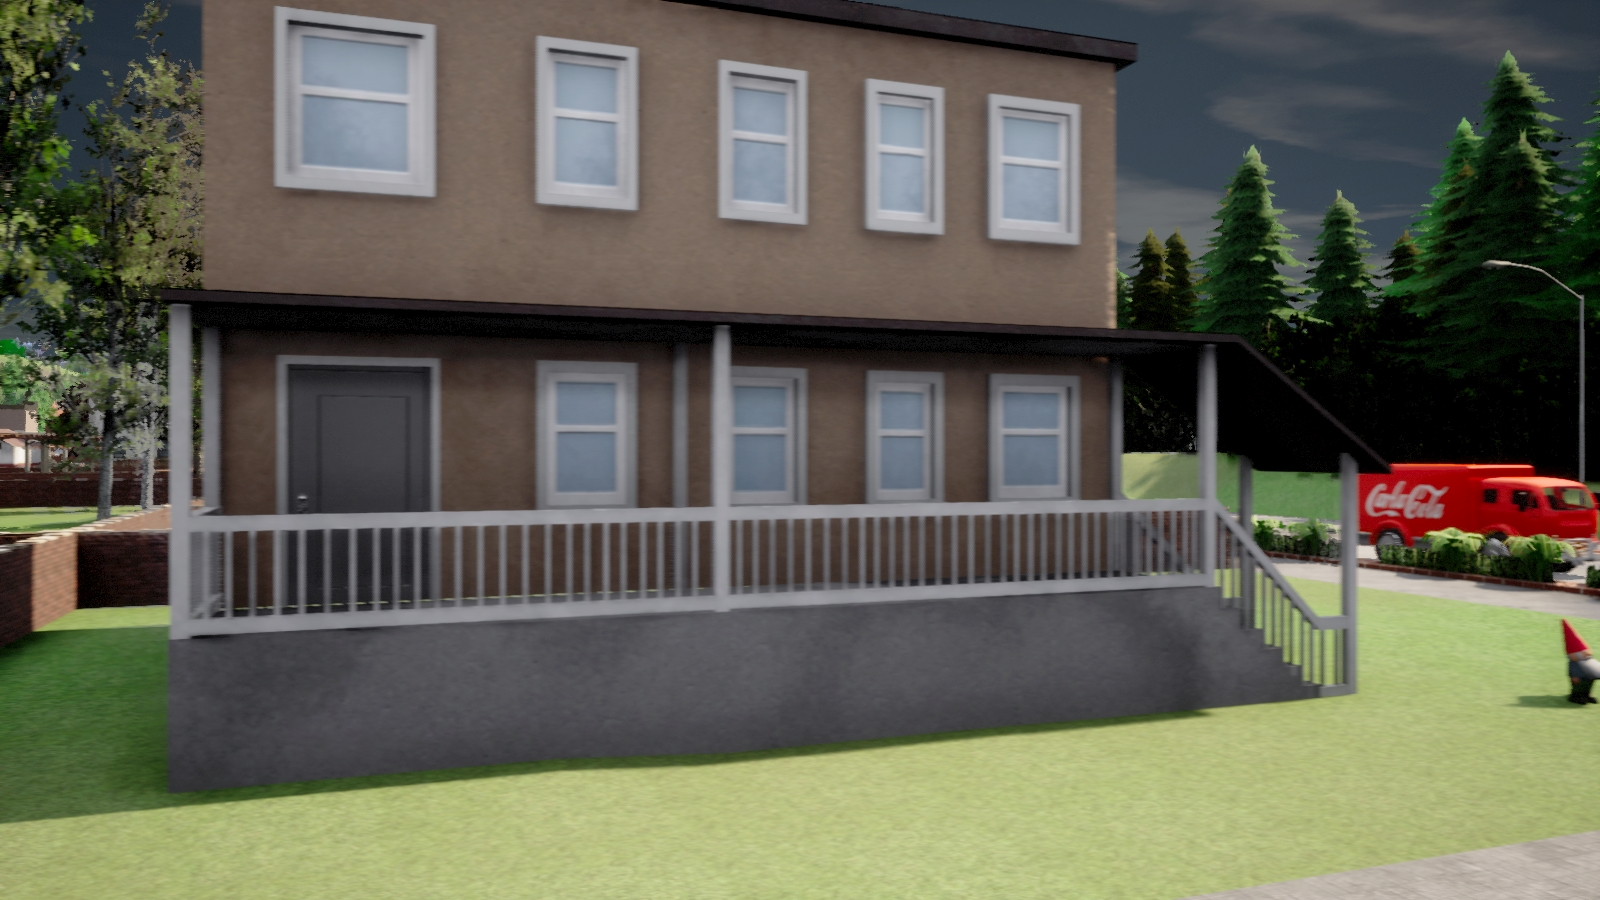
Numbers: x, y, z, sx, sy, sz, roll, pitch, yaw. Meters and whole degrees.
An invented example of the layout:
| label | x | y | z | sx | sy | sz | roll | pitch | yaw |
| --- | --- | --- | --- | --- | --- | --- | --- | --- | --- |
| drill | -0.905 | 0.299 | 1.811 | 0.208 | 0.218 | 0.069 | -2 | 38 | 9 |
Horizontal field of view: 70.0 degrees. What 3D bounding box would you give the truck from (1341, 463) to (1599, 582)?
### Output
| label | x | y | z | sx | sy | sz | roll | pitch | yaw |
| --- | --- | --- | --- | --- | --- | --- | --- | --- | --- |
| truck | 15.890 | 1.568 | 27.060 | 2.627 | 2.467 | 5.204 | 0 | 0 | -20 |
